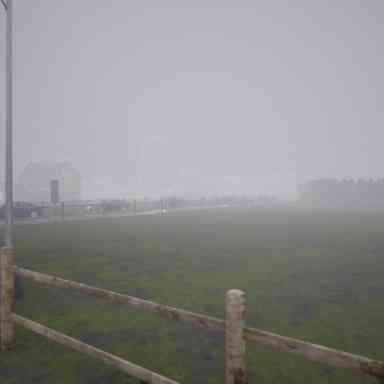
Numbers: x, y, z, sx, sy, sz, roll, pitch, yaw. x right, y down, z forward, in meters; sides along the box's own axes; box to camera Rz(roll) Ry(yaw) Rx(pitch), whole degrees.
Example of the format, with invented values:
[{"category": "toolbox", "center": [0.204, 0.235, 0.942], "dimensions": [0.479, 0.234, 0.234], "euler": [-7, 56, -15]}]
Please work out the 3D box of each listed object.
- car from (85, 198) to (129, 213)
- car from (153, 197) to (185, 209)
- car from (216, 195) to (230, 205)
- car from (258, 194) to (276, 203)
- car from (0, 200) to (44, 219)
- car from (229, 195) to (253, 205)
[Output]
[{"category": "car", "center": [-8.596, 1.395, 33.916], "dimensions": [2.128, 1.511, 4.902], "euler": [-1, 0, 35]}, {"category": "car", "center": [-2.848, 1.363, 42.263], "dimensions": [1.837, 1.490, 4.892], "euler": [-1, 0, 34]}, {"category": "car", "center": [5.767, 1.294, 54.637], "dimensions": [1.837, 1.490, 4.892], "euler": [-1, 0, 35]}, {"category": "car", "center": [13.892, 1.063, 61.420], "dimensions": [2.097, 1.767, 4.553], "euler": [-1, 0, 36]}, {"category": "car", "center": [-14.164, 1.422, 25.883], "dimensions": [1.882, 1.535, 5.008], "euler": [-1, 0, 36]}, {"category": "car", "center": [8.283, 1.326, 53.255], "dimensions": [1.994, 1.385, 4.181], "euler": [-1, 0, 35]}]
